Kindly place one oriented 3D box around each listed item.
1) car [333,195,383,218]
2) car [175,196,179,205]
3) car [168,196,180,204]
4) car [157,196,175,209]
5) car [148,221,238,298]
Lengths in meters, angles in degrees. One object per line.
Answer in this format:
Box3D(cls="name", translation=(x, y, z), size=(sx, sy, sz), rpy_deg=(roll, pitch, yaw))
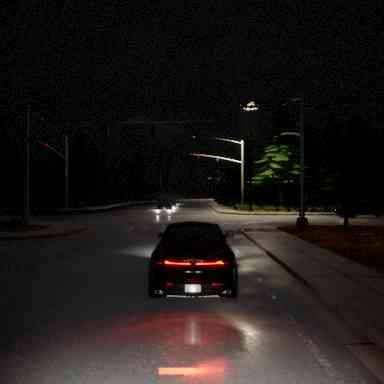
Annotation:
Box3D(cls="car", translation=(15.558, 1.248, 29.621), size=(5.566, 2.045, 2.150), rpy_deg=(0, 0, 1))
Box3D(cls="car", translation=(-3.653, 1.600, 55.359), size=(1.895, 1.301, 4.718), rpy_deg=(0, 0, 0))
Box3D(cls="car", translation=(-3.518, 1.504, 65.794), size=(1.837, 1.490, 4.892), rpy_deg=(0, 0, 1))
Box3D(cls="car", translation=(-3.659, 1.505, 45.010), size=(1.837, 1.490, 4.892), rpy_deg=(0, 0, 0))
Box3D(cls="car", translation=(0.036, 1.501, 8.481), size=(1.837, 1.490, 4.892), rpy_deg=(0, 0, 0))
